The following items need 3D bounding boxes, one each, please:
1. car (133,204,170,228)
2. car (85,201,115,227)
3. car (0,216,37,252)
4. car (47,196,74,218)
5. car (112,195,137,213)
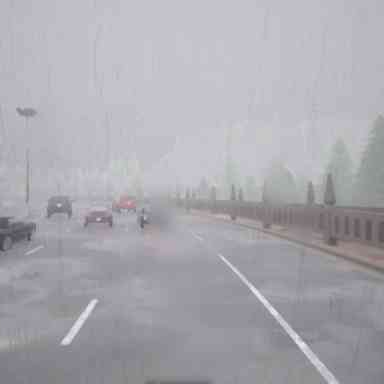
[{"bbox_3d":[-2.764,1.664,22.874,1.895,1.301,4.718,0,0,-13],"label":"car"},{"bbox_3d":[-6.619,1.617,23.884,1.812,1.442,4.674,0,0,-13],"label":"car"},{"bbox_3d":[-8.145,1.672,13.966,1.895,1.301,4.718,0,0,-8],"label":"car"},{"bbox_3d":[-12.995,1.389,32.862,2.150,2.045,5.566,0,0,-19],"label":"car"},{"bbox_3d":[-8.057,1.372,39.387,2.150,2.045,5.566,0,0,-22],"label":"car"}]
